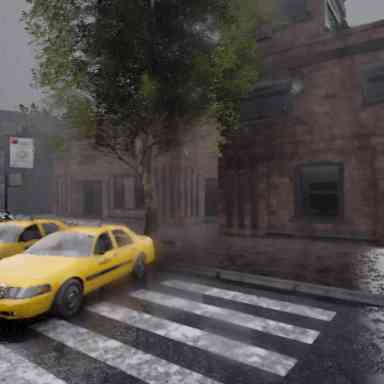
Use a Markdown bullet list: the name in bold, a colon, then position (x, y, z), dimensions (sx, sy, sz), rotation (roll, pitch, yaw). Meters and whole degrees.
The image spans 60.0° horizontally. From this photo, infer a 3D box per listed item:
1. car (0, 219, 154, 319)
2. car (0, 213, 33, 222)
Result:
- **car**: position (-2.559, 1.479, 7.709), dimensions (1.946, 1.575, 5.366), rotation (1, -1, 16)
- **car**: position (-5.000, 1.479, 9.455), dimensions (1.946, 1.575, 5.366), rotation (1, -1, 16)
